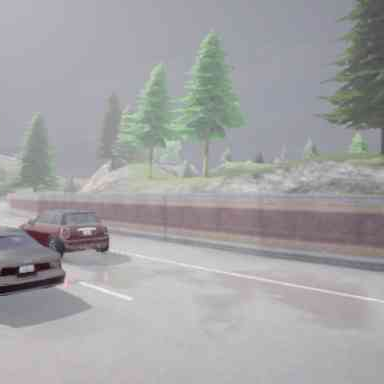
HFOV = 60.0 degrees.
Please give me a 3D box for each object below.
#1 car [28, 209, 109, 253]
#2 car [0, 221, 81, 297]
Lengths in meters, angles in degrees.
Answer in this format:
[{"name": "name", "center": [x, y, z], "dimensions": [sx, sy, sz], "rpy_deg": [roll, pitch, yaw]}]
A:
[{"name": "car", "center": [-5.281, 1.467, 13.332], "dimensions": [4.553, 1.767, 2.097], "rpy_deg": [0, -1, 43]}, {"name": "car", "center": [-5.197, 1.602, 8.428], "dimensions": [5.357, 1.411, 2.033], "rpy_deg": [0, -1, 42]}]
